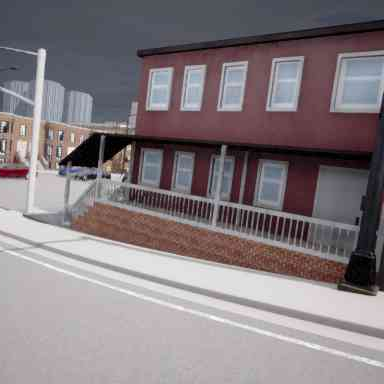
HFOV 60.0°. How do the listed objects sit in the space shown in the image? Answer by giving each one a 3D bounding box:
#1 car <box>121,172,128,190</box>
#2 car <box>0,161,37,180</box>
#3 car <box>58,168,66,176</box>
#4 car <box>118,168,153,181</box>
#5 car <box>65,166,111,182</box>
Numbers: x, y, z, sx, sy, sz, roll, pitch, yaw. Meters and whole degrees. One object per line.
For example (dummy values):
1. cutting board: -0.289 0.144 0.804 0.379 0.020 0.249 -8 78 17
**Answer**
1. car: -4.227 -0.731 31.714 2.150 2.045 5.566 10 6 35
2. car: -17.355 -2.059 31.665 1.882 1.535 5.008 10 6 35
3. car: -14.295 -2.570 41.825 1.882 1.535 5.008 10 6 36
4. car: -8.418 -2.549 49.939 2.128 1.511 4.902 10 6 36
5. car: -11.839 -2.040 39.315 2.128 1.511 4.902 10 6 35
